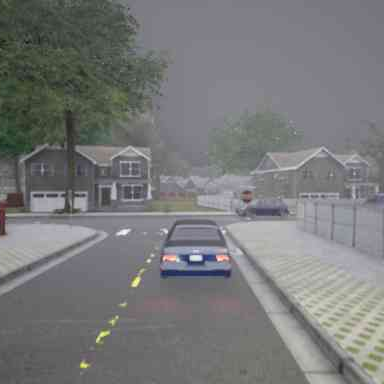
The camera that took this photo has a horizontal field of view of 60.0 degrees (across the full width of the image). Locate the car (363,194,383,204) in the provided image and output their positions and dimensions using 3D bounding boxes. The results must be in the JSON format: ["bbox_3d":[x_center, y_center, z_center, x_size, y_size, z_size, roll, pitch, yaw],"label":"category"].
[{"bbox_3d":[17.197,1.227,27.934,5.566,2.045,2.150,0,0,-12],"label":"car"}]

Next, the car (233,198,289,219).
[{"bbox_3d":[5.857,1.296,28.398,4.553,1.767,2.097,0,0,-12],"label":"car"}]

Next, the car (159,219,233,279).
[{"bbox_3d":[0.096,1.521,9.940,2.033,1.411,5.357,0,0,0],"label":"car"}]
